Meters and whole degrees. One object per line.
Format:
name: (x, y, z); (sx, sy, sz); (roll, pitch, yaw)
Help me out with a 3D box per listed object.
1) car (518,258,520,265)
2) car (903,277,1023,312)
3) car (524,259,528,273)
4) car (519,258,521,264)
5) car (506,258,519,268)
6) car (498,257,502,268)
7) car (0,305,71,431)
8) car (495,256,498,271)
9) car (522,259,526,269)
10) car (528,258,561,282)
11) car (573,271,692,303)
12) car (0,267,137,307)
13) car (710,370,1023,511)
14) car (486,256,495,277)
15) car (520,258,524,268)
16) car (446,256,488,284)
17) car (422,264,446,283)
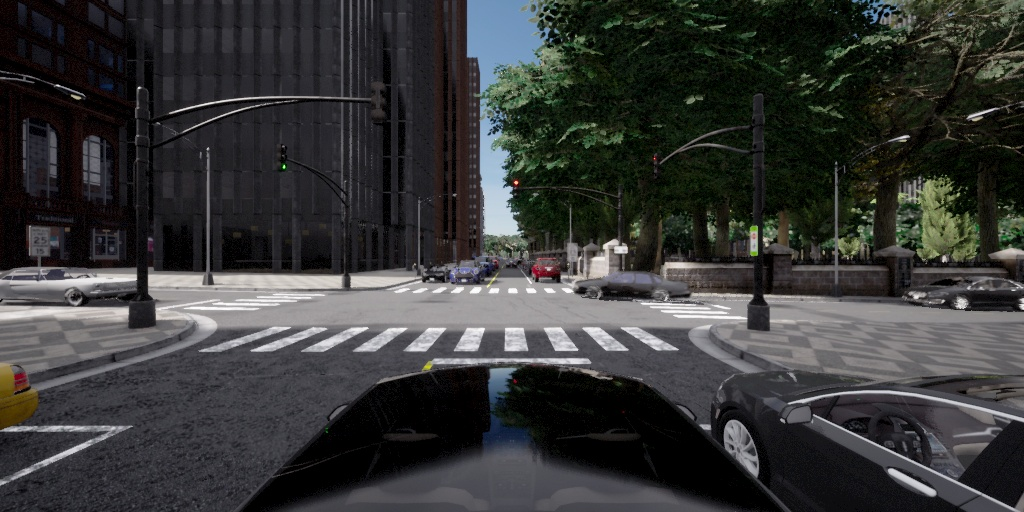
car: (2.555, 1.237, 61.148); (1.967, 1.591, 4.097); (0, 0, 0)
car: (21.181, 1.713, 16.650); (4.892, 1.490, 1.837); (1, 0, -1)
car: (2.632, 1.338, 39.322); (1.948, 1.339, 4.313); (0, 0, 0)
car: (2.574, 1.231, 55.691); (1.967, 1.591, 4.097); (0, 0, 0)
car: (-0.108, 1.398, 61.477); (1.895, 1.301, 4.718); (0, 0, 0)
car: (-3.248, 1.014, 57.256); (2.150, 2.045, 5.566); (0, 0, 0)
car: (-5.760, 1.275, 1.536); (1.751, 1.417, 4.829); (0, 0, 0)
car: (-3.248, 1.133, 46.749); (2.097, 1.767, 4.553); (0, 0, 0)
car: (2.613, 1.329, 44.778); (2.007, 1.370, 4.403); (0, 0, 0)
car: (2.670, 1.075, 28.410); (2.192, 1.841, 5.009); (0, 0, 0)
car: (5.746, 1.434, 17.521); (5.357, 1.411, 2.033); (2, 1, 13)
car: (-16.480, 1.069, 13.109); (4.718, 1.301, 1.895); (1, 0, -1)
car: (2.764, 1.300, 1.745); (2.007, 1.370, 4.403); (0, 0, 0)
car: (-3.218, 0.991, 36.567); (2.150, 2.045, 5.566); (0, 0, 0)
car: (2.593, 1.335, 50.235); (2.007, 1.370, 4.403); (0, 0, 0)
car: (-3.251, 1.111, 26.807); (2.097, 1.767, 4.553); (0, 0, 1)
car: (-5.855, 1.326, 28.370); (1.948, 1.339, 4.313); (0, 0, 0)
